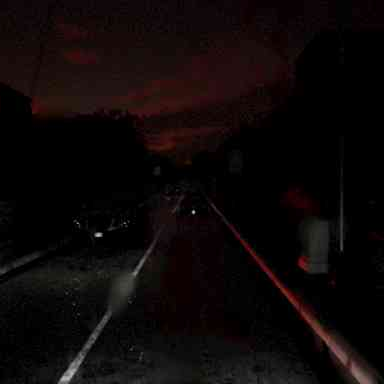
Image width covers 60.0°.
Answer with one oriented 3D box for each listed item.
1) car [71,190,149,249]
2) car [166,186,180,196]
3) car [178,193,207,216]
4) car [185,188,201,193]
[{"bbox_3d":[-3.101,0.979,13.766,2.150,2.045,5.566,0,2,0],"label":"car"},{"bbox_3d":[-3.076,-0.266,54.732,2.097,1.767,4.553,0,2,0],"label":"car"},{"bbox_3d":[0.100,0.998,24.549,1.895,1.301,4.718,0,2,0],"label":"car"},{"bbox_3d":[0.096,0.302,42.370,1.837,1.490,4.892,0,2,0],"label":"car"}]
